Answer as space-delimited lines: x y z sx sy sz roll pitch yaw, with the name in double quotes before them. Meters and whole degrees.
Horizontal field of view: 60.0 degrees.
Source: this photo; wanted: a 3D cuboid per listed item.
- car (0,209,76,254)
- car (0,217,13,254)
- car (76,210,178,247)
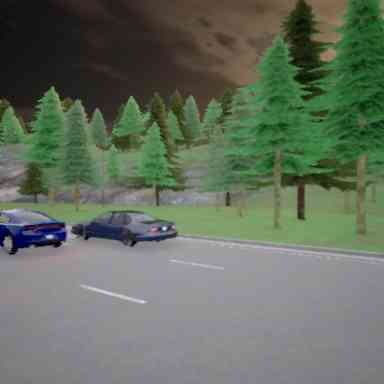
"car" -7.105 1.435 13.362 5.008 1.535 1.882 0 0 35
"car" -7.089 1.469 9.052 4.892 1.490 1.837 0 0 36
"car" -3.155 1.513 14.844 5.357 1.411 2.033 0 0 36
